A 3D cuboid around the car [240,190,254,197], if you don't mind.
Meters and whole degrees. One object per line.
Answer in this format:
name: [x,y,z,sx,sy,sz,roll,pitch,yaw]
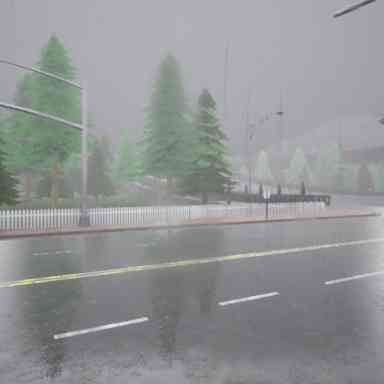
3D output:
car: [9.925,0.380,61.480,1.895,1.301,4.718,0,5,-30]
